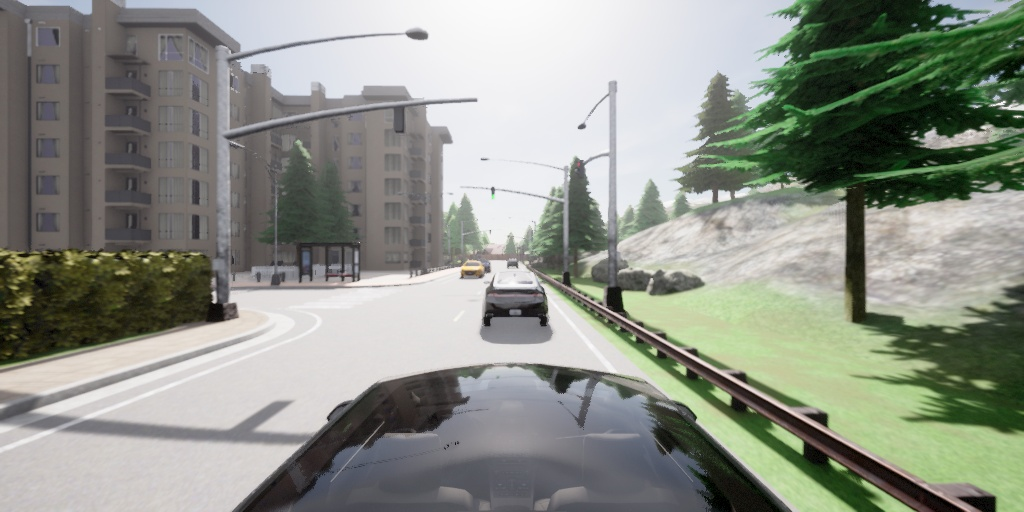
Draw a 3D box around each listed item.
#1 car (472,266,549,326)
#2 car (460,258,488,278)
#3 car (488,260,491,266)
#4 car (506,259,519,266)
[{"bbox_3d":[0.095,1.234,11.638,2.128,1.511,4.902,0,0,0],"label":"car"},{"bbox_3d":[-3.606,1.208,33.281,1.882,1.535,5.008,0,0,0],"label":"car"},{"bbox_3d":[-3.596,1.076,42.892,2.097,1.767,4.553,0,0,0],"label":"car"},{"bbox_3d":[0.093,1.218,58.168,1.837,1.490,4.892,0,0,-1],"label":"car"}]
